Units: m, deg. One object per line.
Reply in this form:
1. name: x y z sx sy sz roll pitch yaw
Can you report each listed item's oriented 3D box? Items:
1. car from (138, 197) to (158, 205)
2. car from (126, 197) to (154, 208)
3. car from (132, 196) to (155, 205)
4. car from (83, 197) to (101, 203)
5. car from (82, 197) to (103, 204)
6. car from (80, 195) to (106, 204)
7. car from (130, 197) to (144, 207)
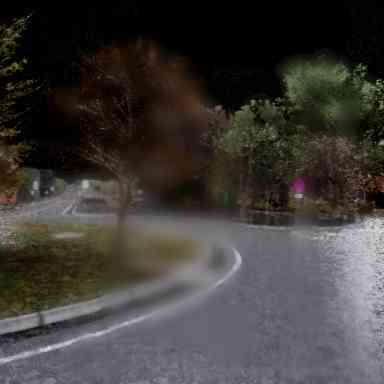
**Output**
1. car: -10.773 2.259 81.163 4.553 1.767 2.185 2 0 -19
2. car: -8.633 1.955 55.620 2.128 1.511 4.902 2 -1 -44
3. car: -12.638 2.192 86.635 5.566 2.045 2.435 2 -1 -19
4. car: -27.209 2.188 90.314 4.674 1.452 2.002 2 -1 -19
5. car: -25.353 2.106 84.978 5.008 1.535 2.097 2 -1 -19
6. car: -23.509 1.807 79.637 5.566 2.045 2.435 2 -1 -19
7. car: -11.407 2.009 68.317 2.097 1.767 4.553 2 -1 -19
